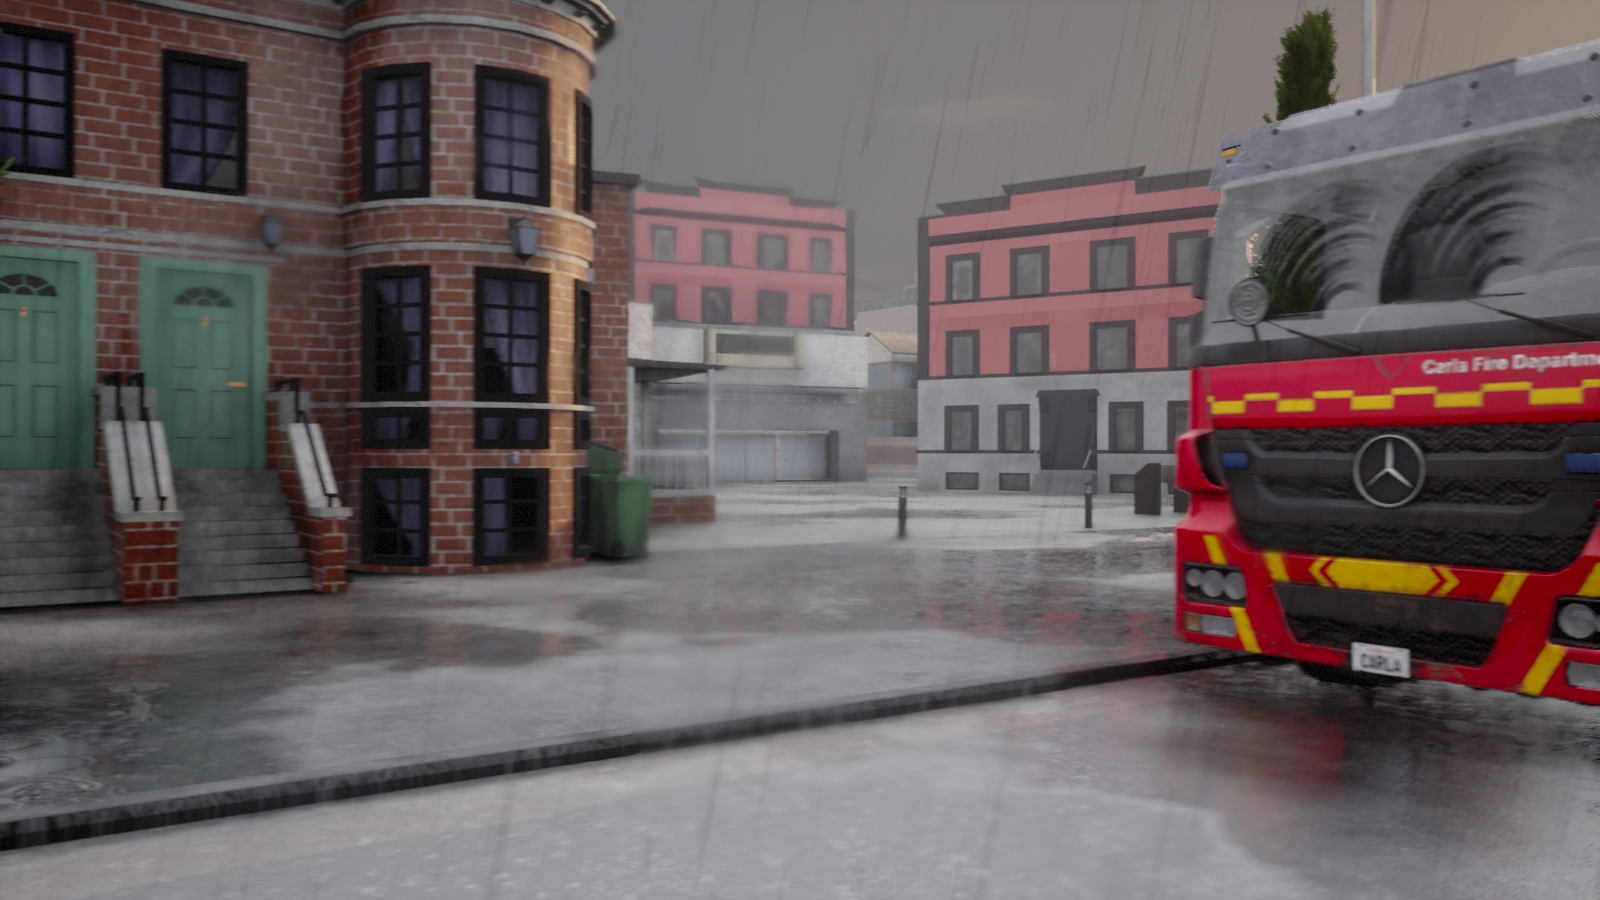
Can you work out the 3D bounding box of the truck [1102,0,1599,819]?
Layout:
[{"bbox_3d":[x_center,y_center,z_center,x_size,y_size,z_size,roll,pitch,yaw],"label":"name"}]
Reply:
[{"bbox_3d":[6.056,-0.412,8.492,8.468,3.827,2.891,0,0,-35],"label":"truck"}]
